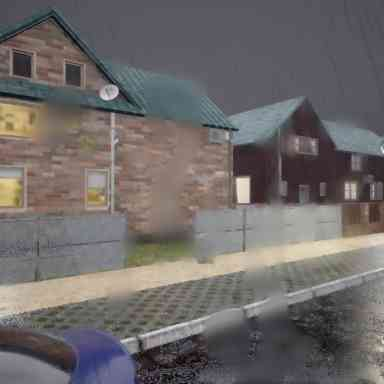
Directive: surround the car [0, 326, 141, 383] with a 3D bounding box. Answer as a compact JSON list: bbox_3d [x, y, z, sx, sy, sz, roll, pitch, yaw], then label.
[{"bbox_3d":[-2.372,1.525,1.373,4.674,1.442,1.812,0,0,-36],"label":"car"}]
